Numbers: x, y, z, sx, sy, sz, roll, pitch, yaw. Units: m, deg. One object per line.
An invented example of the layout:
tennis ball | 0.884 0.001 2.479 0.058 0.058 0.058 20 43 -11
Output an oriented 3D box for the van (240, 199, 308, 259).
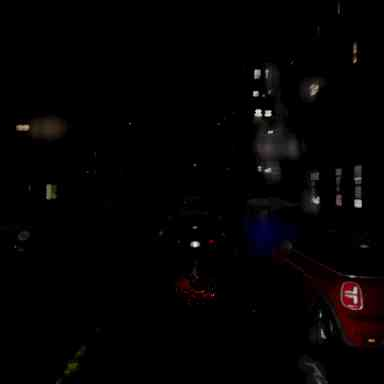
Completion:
van | 2.707 1.160 11.458 1.690 1.788 3.998 1 1 0

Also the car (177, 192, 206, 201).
car | -0.102 1.007 29.966 1.882 1.535 5.008 0 1 -3

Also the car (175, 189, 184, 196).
car | -3.005 0.100 79.841 2.097 1.767 4.553 0 1 0

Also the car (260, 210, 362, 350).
car | 2.705 1.343 6.053 1.967 1.590 4.097 1 1 0

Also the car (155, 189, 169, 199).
car | -5.756 0.598 60.232 1.887 1.381 4.507 1 1 0

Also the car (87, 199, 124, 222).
car | -5.678 1.200 22.281 2.008 1.369 4.403 1 1 0

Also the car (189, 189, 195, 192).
car | -0.005 0.088 87.899 1.882 1.535 5.008 0 1 0

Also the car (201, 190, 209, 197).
car | 2.702 0.314 71.660 1.967 1.590 4.097 1 1 0

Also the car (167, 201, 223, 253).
car | 0.099 1.306 12.632 1.837 1.490 4.892 0 1 0

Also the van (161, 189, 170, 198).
van | -5.676 0.216 71.597 1.690 1.788 3.998 1 1 0

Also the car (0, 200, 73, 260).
car | -5.674 1.258 11.467 1.967 1.590 4.097 1 1 0

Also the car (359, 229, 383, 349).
car | 2.708 1.303 0.645 2.192 1.841 5.009 1 1 0

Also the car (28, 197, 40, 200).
car | -19.302 1.023 37.534 4.507 1.381 1.887 0 0 1
